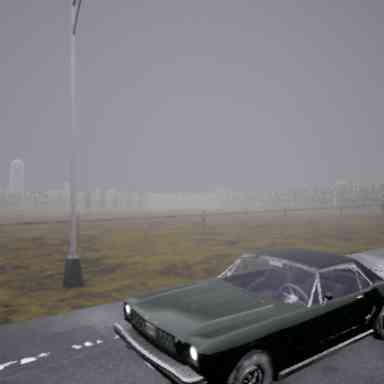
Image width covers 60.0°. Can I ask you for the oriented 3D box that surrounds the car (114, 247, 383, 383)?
[{"bbox_3d":[1.340,1.602,4.949,4.718,1.301,1.895,0,0,-36],"label":"car"}]
